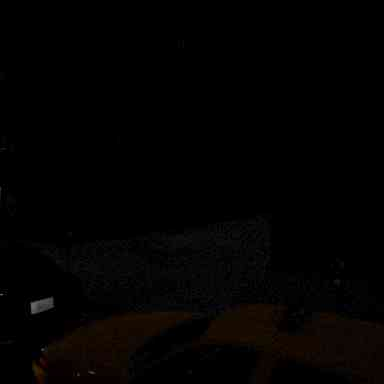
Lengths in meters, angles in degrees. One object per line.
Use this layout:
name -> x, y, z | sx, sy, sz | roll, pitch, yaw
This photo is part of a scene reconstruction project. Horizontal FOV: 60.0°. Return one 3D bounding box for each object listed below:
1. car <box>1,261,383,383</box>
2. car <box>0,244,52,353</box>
car -> 0.577, 1.528, 2.664 | 4.829, 1.417, 1.752 | 0, 0, 36
car -> -3.718, 1.584, 5.732 | 4.313, 1.339, 1.947 | 0, 0, 36
